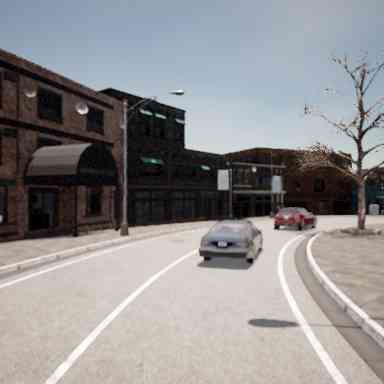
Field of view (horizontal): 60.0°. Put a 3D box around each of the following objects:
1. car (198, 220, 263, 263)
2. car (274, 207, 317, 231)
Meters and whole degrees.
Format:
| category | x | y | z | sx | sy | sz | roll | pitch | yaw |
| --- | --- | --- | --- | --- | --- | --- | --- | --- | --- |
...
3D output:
| category | x | y | z | sx | sy | sz | roll | pitch | yaw |
| --- | --- | --- | --- | --- | --- | --- | --- | --- | --- |
| car | 1.713 | 1.809 | 13.233 | 2.033 | 1.411 | 5.357 | 0 | -1 | 17 |
| car | 8.198 | 1.983 | 26.082 | 2.097 | 1.767 | 4.553 | 0 | -2 | 37 |
